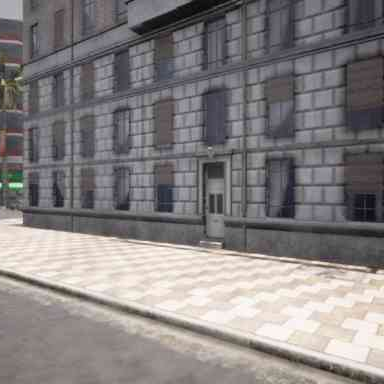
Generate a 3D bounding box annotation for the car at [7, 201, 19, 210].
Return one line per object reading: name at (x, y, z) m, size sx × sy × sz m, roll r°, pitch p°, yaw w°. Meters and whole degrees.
car at (-20.842, 1.564, 41.796) m, size 1.994 × 1.385 × 4.181 m, roll 0°, pitch 0°, yaw 36°

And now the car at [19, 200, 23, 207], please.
car at (-17.746, 1.526, 40.112) m, size 1.812 × 1.442 × 4.674 m, roll 0°, pitch 0°, yaw 36°
